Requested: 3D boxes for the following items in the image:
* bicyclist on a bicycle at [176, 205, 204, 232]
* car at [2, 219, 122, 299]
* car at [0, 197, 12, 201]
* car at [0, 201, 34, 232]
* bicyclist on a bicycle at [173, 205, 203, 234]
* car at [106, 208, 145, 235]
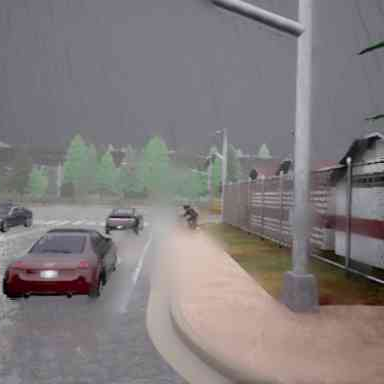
[{"bbox_3d":[-0.130,1.611,20.347,1.656,1.620,0.582,1,-1,-10],"label":"bicyclist on a bicycle"},{"bbox_3d":[-3.098,1.625,8.623,1.994,1.385,4.181,2,-1,-7],"label":"car"},{"bbox_3d":[-27.626,1.442,46.175,4.902,1.511,2.128,2,-1,-4],"label":"car"},{"bbox_3d":[-11.126,1.501,19.712,2.128,1.511,4.902,2,-1,-4],"label":"car"},{"bbox_3d":[-0.267,1.587,19.031,1.656,1.620,0.582,1,-1,14],"label":"bicyclist on a bicycle"},{"bbox_3d":[-3.992,1.695,20.099,2.128,1.511,4.902,2,-1,-4],"label":"car"}]
